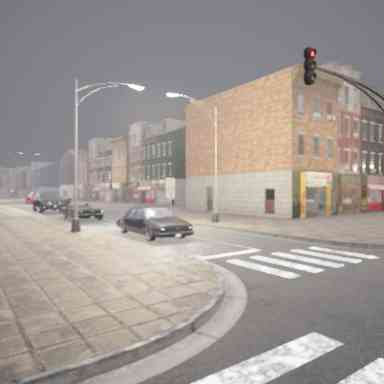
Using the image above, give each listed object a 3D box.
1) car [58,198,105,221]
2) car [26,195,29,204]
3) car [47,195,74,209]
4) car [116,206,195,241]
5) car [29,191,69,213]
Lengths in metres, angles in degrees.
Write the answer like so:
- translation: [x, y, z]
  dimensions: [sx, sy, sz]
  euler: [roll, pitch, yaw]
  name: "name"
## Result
- translation: [-8.068, 1.388, 24.477]
  dimensions: [1.895, 1.301, 4.718]
  euler: [0, 0, -36]
  name: "car"
- translation: [-24.561, 0.971, 52.386]
  dimensions: [2.150, 2.045, 5.566]
  euler: [0, 0, -35]
  name: "car"
- translation: [-16.185, 1.214, 40.798]
  dimensions: [1.882, 1.535, 5.008]
  euler: [0, -1, -36]
  name: "car"
- translation: [-2.012, 1.406, 16.133]
  dimensions: [2.033, 1.411, 5.357]
  euler: [0, 0, -33]
  name: "car"
- translation: [-14.244, 0.963, 33.069]
  dimensions: [2.150, 2.045, 5.566]
  euler: [0, 0, -35]
  name: "car"
